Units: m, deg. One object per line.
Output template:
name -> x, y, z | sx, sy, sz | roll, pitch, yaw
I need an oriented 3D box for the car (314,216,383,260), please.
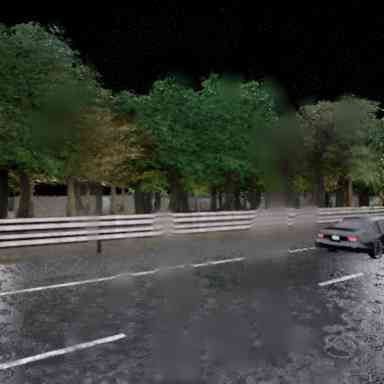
car -> 7.052, 1.661, 13.056 | 5.357, 1.411, 2.033 | 1, 0, -35
